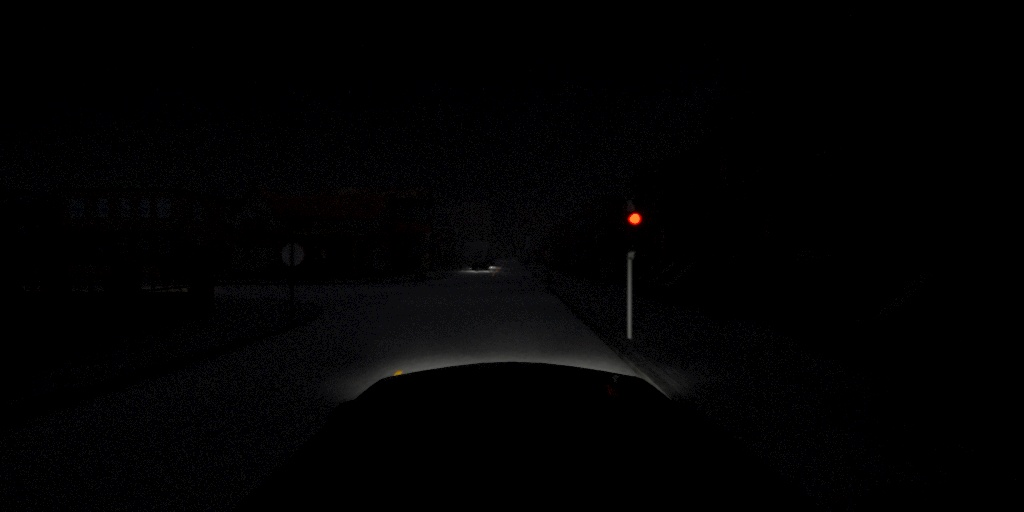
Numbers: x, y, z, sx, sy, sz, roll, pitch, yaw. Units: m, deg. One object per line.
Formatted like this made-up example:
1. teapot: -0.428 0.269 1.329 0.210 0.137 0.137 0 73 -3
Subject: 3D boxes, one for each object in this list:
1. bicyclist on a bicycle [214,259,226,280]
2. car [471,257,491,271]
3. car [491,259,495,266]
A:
1. bicyclist on a bicycle: -21.570 1.009 26.243 0.582 1.620 1.656 0 1 0
2. car: -4.059 1.109 46.076 1.812 1.442 4.674 0 0 0
3. car: -3.963 1.012 62.391 2.128 1.511 4.902 0 0 1
